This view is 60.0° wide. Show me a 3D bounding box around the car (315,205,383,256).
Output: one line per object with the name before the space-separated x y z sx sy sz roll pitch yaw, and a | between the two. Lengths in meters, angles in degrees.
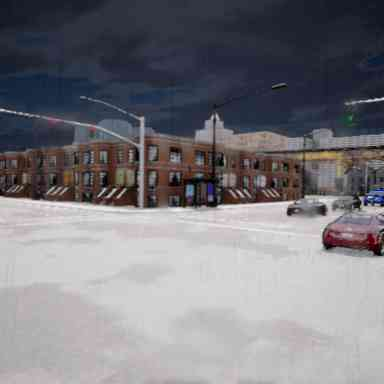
car | 6.610 1.422 12.755 1.994 1.385 4.181 2 1 42

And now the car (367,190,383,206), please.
car | 23.732 0.794 42.483 2.150 2.045 5.566 2 2 42

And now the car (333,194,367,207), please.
car | 15.756 1.120 33.662 1.837 1.490 4.892 2 1 42

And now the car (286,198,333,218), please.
car | 9.154 1.214 26.336 1.994 1.385 4.181 2 1 42
